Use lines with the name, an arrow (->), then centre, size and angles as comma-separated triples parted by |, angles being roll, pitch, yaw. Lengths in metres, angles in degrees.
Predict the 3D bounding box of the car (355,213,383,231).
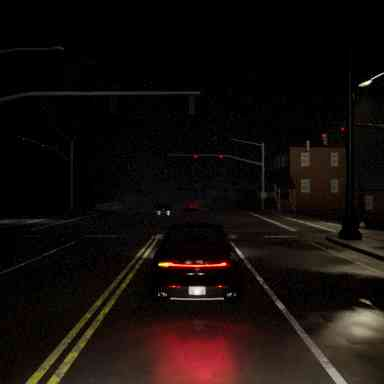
car -> 15.812, 2.564, 28.814 | 4.892, 1.490, 1.837 | 9, 0, 0

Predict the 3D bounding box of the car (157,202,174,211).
car -> -3.662, 2.056, 45.623 | 2.033, 1.411, 5.357 | 0, -4, 0

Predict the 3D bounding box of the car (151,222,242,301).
car -> 0.088, 1.505, 8.325 | 1.837, 1.490, 4.892 | 0, 0, 0

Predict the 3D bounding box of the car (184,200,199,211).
car -> -0.056, 1.947, 45.157 | 1.882, 1.535, 5.008 | 0, -4, 1

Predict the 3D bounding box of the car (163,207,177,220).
car -> -3.674, 3.615, 55.725 | 2.033, 1.411, 5.357 | 0, -12, 0
